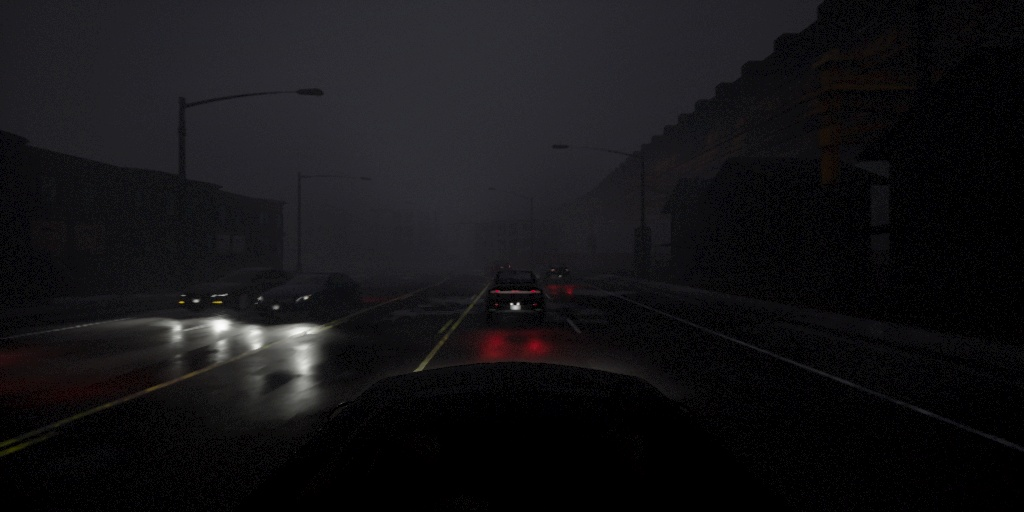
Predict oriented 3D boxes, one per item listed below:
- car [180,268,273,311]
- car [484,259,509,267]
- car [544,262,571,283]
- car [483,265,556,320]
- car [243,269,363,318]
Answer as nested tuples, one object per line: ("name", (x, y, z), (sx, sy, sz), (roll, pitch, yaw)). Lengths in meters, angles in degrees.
("car", (-10.582, 1.260, 14.443), (1.837, 1.490, 4.892), (0, 0, 0))
("car", (-1.516, 1.110, 36.173), (2.097, 1.767, 4.553), (0, 0, -15))
("car", (3.332, 1.249, 28.193), (2.128, 1.511, 4.902), (0, 0, -3))
("car", (0.102, 1.244, 12.578), (2.128, 1.511, 4.902), (0, 0, 0))
("car", (-7.090, 1.279, 13.119), (1.812, 1.442, 4.674), (0, 0, 0))
